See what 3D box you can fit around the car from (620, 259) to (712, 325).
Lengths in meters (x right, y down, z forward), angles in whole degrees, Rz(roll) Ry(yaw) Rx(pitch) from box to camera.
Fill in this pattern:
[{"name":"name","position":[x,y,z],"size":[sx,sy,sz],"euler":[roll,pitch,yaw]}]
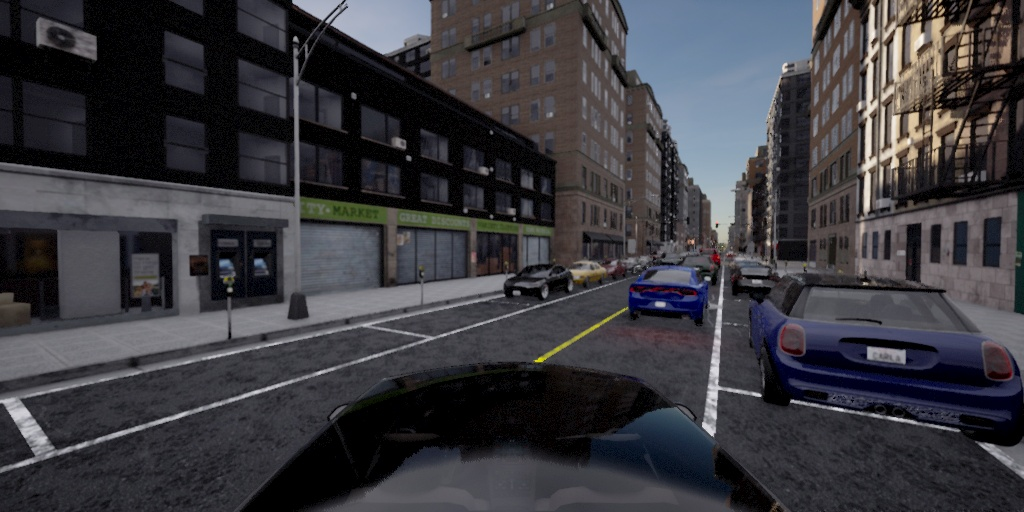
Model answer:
[{"name":"car","position":[5.053,1.042,11.292],"size":[1.882,1.535,5.008],"euler":[1,1,31]}]

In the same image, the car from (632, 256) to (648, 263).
[{"name":"car","position":[9.593,0.739,29.691],"size":[2.007,1.370,4.403],"euler":[0,0,31]}]

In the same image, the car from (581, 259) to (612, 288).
[{"name":"car","position":[3.977,0.893,20.238],"size":[1.751,1.417,4.829],"euler":[0,0,31]}]

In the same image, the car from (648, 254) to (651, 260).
[{"name":"car","position":[12.358,0.647,34.344],"size":[2.007,1.370,4.403],"euler":[0,0,31]}]

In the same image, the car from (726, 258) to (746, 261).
[{"name":"car","position":[13.723,0.957,20.933],"size":[1.948,1.339,4.313],"euler":[0,0,31]}]

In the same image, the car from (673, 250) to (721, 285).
[{"name":"car","position":[11.583,0.706,22.277],"size":[2.097,1.767,4.553],"euler":[1,1,31]}]

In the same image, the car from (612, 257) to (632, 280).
[{"name":"car","position":[6.829,0.861,25.038],"size":[1.802,1.307,4.207],"euler":[0,0,31]}]

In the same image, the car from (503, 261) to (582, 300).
[{"name":"car","position":[1.300,1.023,15.732],"size":[1.948,1.339,4.313],"euler":[0,0,31]}]

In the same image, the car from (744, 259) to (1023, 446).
[{"name":"car","position":[5.057,1.038,5.636],"size":[2.097,1.767,4.553],"euler":[1,1,31]}]

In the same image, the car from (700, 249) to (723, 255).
[{"name":"car","position":[21.473,0.244,39.109],"size":[2.150,2.045,5.566],"euler":[1,1,31]}]

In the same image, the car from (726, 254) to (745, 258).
[{"name":"car","position":[19.339,0.734,30.385],"size":[1.751,1.417,4.829],"euler":[0,0,31]}]

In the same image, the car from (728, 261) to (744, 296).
[{"name":"car","position":[10.959,1.046,16.280],"size":[1.948,1.339,4.313],"euler":[0,0,31]}]

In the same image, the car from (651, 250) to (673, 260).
[{"name":"car","position":[14.534,0.485,32.975],"size":[2.097,1.767,4.553],"euler":[1,1,31]}]
